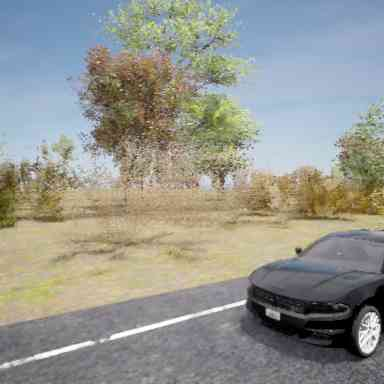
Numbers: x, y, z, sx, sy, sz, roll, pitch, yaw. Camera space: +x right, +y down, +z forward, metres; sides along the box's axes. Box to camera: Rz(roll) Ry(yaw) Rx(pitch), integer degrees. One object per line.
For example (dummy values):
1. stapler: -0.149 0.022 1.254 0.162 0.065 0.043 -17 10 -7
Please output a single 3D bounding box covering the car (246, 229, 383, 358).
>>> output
1. car: 3.194 1.480 6.175 5.008 1.535 1.882 0 0 -35
